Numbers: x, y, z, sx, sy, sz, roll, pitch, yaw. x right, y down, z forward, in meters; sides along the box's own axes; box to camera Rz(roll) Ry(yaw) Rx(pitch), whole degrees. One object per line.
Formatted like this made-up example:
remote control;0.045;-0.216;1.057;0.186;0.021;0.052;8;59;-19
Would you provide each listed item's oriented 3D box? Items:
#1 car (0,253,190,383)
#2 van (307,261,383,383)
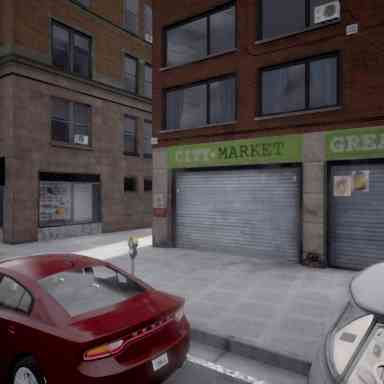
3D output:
car;-2.127;1.544;4.592;4.507;1.381;1.887;0;0;35
van;2.482;1.341;1.306;3.998;1.788;1.690;0;0;35
